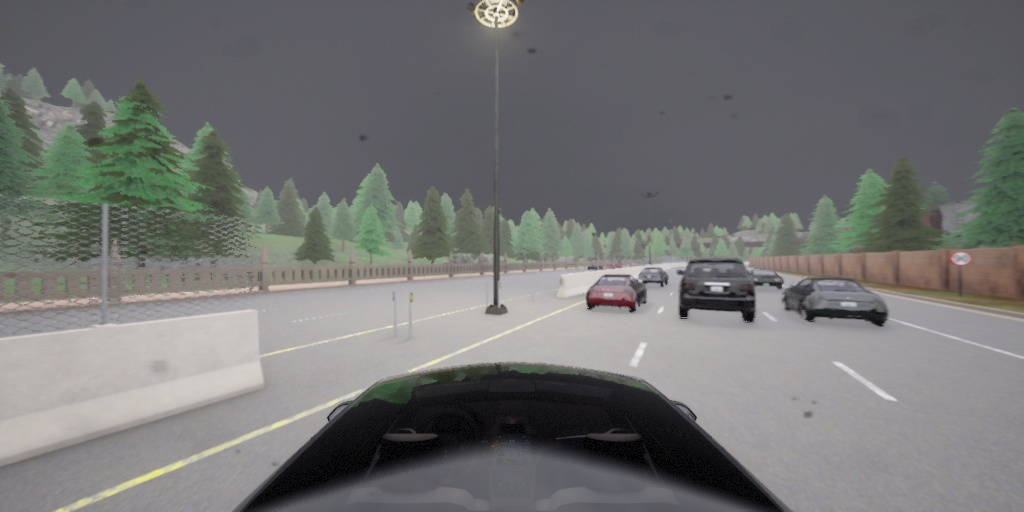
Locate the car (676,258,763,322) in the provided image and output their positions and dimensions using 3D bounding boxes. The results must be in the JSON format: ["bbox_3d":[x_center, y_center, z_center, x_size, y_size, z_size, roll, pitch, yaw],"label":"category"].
[{"bbox_3d":[7.325,1.092,13.125,2.150,2.045,5.566,0,0,27],"label":"car"}]

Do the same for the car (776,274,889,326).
[{"bbox_3d":[10.913,1.421,12.436,1.994,1.385,4.181,0,-1,27],"label":"car"}]

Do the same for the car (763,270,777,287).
[{"bbox_3d":[17.502,1.589,25.190,1.895,1.301,4.718,0,-1,28],"label":"car"}]

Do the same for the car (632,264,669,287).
[{"bbox_3d":[10.963,1.571,27.810,2.033,1.411,5.357,0,-1,28],"label":"car"}]

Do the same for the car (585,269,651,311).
[{"bbox_3d":[4.575,1.459,15.417,1.994,1.385,4.181,0,-1,27],"label":"car"}]
